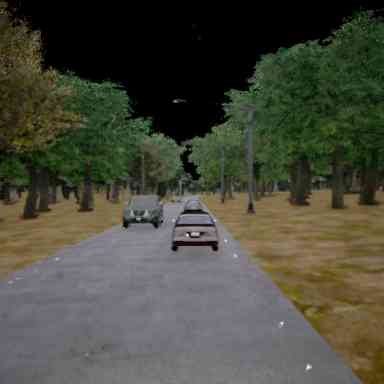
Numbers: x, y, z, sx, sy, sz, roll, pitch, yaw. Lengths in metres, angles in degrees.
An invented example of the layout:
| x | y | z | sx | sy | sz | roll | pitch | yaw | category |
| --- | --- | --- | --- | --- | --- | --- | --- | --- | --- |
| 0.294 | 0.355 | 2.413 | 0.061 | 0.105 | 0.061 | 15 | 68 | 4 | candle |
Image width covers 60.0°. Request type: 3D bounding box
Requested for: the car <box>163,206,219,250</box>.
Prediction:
| x | y | z | sx | sy | sz | roll | pitch | yaw | category |
| --- | --- | --- | --- | --- | --- | --- | --- | --- | --- |
| 0.115 | 1.527 | 14.256 | 2.033 | 1.411 | 5.357 | 0 | 0 | 0 | car |

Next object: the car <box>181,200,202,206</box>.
| x | y | z | sx | sy | sz | roll | pitch | yaw | category |
| --- | --- | --- | --- | --- | --- | --- | --- | --- | --- |
| 0.145 | 1.534 | 35.681 | 1.994 | 1.385 | 4.181 | 0 | 0 | 0 | car |

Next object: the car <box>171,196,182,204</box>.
| x | y | z | sx | sy | sz | roll | pitch | yaw | category |
| --- | --- | --- | --- | --- | --- | --- | --- | --- | --- |
| -2.938 | 1.491 | 63.387 | 1.837 | 1.490 | 4.892 | 0 | 0 | 1 | car |

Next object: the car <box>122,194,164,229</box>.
| x | y | z | sx | sy | sz | roll | pitch | yaw | category |
| --- | --- | --- | --- | --- | --- | --- | --- | --- | --- |
| -3.071 | 1.193 | 21.974 | 2.150 | 2.045 | 5.566 | 0 | 0 | 0 | car |
